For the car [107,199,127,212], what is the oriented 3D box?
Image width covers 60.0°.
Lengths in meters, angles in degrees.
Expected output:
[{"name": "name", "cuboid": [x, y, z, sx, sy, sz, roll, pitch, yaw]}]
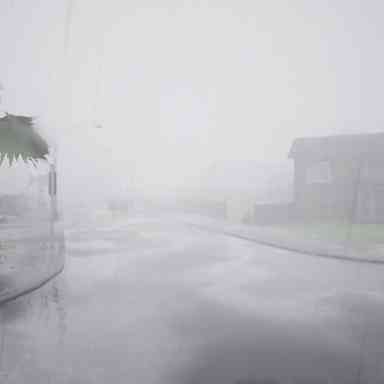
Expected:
[{"name": "car", "cuboid": [-9.009, 1.590, 39.984, 2.128, 1.511, 4.902, 0, 0, -21]}]
